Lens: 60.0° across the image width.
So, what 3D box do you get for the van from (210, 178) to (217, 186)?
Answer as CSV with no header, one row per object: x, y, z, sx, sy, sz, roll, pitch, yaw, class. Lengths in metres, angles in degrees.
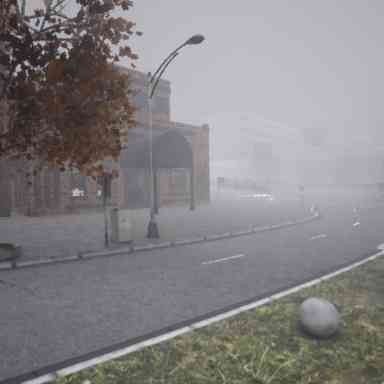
7.115,-2.383,80.863,1.878,1.987,4.442,5,6,40,van

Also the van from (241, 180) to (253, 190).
13.028,-1.370,70.464,1.878,1.987,4.442,5,6,40,van

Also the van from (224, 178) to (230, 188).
9.930,-1.868,75.478,1.878,1.987,4.442,6,6,40,van

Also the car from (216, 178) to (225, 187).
8.499,-2.025,78.157,2.185,1.767,4.553,5,6,40,car

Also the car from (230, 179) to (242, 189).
11.464,-1.643,72.944,2.435,2.045,5.566,6,6,40,car

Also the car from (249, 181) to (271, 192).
14.417,-0.888,67.790,2.097,1.535,5.008,5,6,40,car
